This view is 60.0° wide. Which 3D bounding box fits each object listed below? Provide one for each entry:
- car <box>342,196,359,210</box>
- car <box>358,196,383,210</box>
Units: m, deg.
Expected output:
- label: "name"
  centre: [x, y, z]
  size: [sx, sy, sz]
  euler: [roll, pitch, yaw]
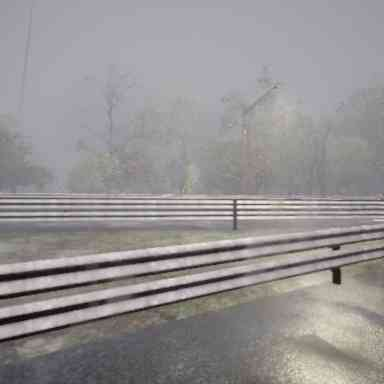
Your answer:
- label: "car"
  centre: [16.528, 1.133, 31.769]
  size: [4.902, 1.511, 2.128]
  euler: [1, 0, -15]
- label: "car"
  centre: [17.373, 1.198, 28.368]
  size: [5.357, 1.411, 2.033]
  euler: [1, 0, -15]
